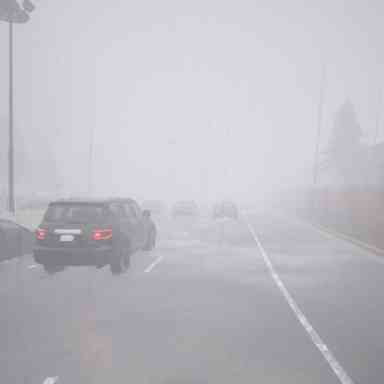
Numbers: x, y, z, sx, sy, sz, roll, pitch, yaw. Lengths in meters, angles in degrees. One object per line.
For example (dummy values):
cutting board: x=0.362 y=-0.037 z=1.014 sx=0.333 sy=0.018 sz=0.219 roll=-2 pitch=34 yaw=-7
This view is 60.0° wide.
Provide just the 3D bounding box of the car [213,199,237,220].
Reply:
car: x=2.777 y=1.515 z=27.335 sx=1.895 sy=1.301 sz=4.718 roll=0 pitch=0 yaw=7

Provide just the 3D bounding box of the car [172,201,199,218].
car: x=-0.510 y=1.456 z=29.173 sx=2.033 sy=1.411 sz=5.357 roll=0 pitch=0 yaw=7

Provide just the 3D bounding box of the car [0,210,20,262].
car: x=-6.307 y=1.515 z=10.052 sx=2.033 sy=1.411 sz=5.357 roll=0 pitch=0 yaw=6

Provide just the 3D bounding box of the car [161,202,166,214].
car: x=-3.747 y=1.464 z=31.504 sx=1.994 sy=1.385 sz=4.181 roll=0 pitch=0 yaw=7

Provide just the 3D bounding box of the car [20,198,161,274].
car: x=-2.713 y=1.187 z=10.634 sx=2.150 sy=2.045 sz=5.566 roll=0 pitch=0 yaw=6

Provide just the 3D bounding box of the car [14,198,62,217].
car: x=-14.510 y=1.404 z=31.610 sx=1.837 sy=1.490 sz=4.892 roll=0 pitch=0 yaw=7
